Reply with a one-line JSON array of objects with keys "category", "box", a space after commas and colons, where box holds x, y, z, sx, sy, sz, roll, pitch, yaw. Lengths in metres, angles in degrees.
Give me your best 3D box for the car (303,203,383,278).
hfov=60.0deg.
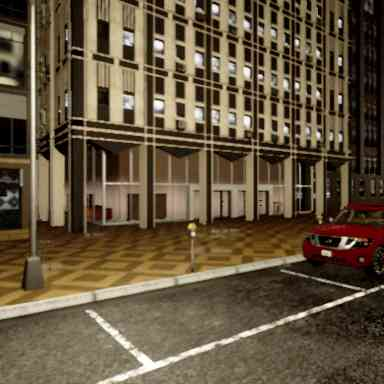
[{"category": "car", "box": [5.614, 1.298, 10.280, 5.009, 1.841, 2.192, 0, 0, -35]}]
